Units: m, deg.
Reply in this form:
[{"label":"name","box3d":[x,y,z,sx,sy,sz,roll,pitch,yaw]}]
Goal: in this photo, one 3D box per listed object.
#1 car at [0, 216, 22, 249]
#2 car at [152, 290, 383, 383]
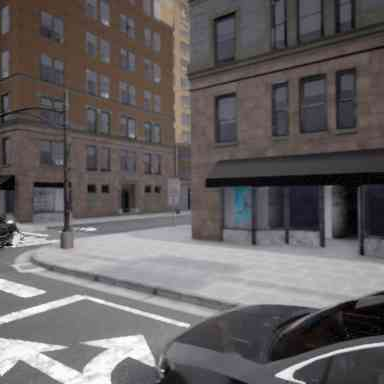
[{"label":"car","box3d":[-8.009,1.548,12.487,1.882,1.535,5.008,-2,0,-14]},{"label":"car","box3d":[1.874,1.502,2.343,4.892,1.490,1.837,-1,-1,36]}]
